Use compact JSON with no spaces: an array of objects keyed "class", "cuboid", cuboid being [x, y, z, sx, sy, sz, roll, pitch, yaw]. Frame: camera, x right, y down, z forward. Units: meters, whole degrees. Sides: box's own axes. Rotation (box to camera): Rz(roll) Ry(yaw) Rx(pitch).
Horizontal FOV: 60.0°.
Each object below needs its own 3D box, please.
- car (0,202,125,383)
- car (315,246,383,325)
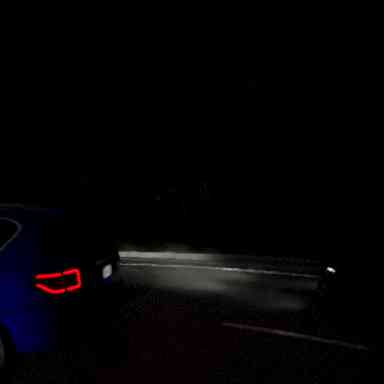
[{"class":"car","cuboid":[-3.795,1.185,4.827,5.566,2.045,2.150,-1,0,8]},{"class":"car","cuboid":[4.502,1.345,5.091,4.902,1.511,2.128,0,1,37]}]
